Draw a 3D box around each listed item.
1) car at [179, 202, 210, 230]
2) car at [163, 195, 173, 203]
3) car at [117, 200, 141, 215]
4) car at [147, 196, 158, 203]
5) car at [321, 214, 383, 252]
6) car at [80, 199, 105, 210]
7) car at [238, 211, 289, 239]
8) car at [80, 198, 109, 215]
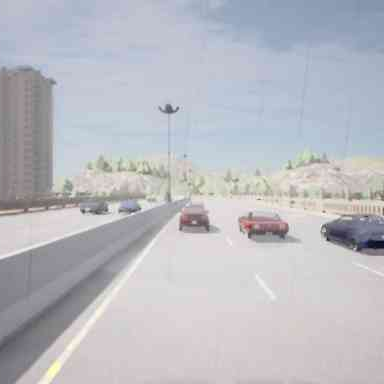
[{"bbox_3d":[0.159,1.595,21.357,1.812,1.442,4.674,0,0,1],"label":"car"},{"bbox_3d":[-5.502,1.578,76.732,2.097,1.767,4.553,0,0,2],"label":"car"},{"bbox_3d":[-6.729,1.643,36.351,1.812,1.442,4.674,0,0,2],"label":"car"},{"bbox_3d":[-9.025,1.751,75.966,2.128,1.511,4.902,0,0,2],"label":"car"},{"bbox_3d":[7.094,1.611,14.119,1.994,1.385,4.181,0,0,0],"label":"car"},{"bbox_3d":[-13.463,1.653,45.364,1.837,1.490,4.892,0,-1,2],"label":"car"},{"bbox_3d":[3.606,1.659,17.710,1.895,1.301,4.718,0,0,0],"label":"car"},{"bbox_3d":[-10.258,1.606,35.330,2.128,1.511,4.902,0,0,2],"label":"car"}]
